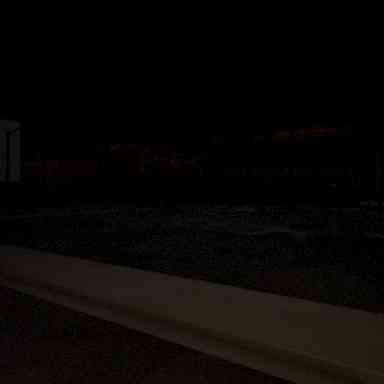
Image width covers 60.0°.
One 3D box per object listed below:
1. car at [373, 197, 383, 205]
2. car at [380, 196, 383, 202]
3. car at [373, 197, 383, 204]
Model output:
[{"bbox_3d":[37.596,1.759,65.270,2.038,1.542,4.974,1,0,6],"label":"car"},{"bbox_3d":[48.647,1.761,80.558,4.974,1.542,2.038,1,0,-4],"label":"car"},{"bbox_3d":[37.602,1.601,65.321,1.853,1.218,4.536,1,0,6],"label":"car"}]
